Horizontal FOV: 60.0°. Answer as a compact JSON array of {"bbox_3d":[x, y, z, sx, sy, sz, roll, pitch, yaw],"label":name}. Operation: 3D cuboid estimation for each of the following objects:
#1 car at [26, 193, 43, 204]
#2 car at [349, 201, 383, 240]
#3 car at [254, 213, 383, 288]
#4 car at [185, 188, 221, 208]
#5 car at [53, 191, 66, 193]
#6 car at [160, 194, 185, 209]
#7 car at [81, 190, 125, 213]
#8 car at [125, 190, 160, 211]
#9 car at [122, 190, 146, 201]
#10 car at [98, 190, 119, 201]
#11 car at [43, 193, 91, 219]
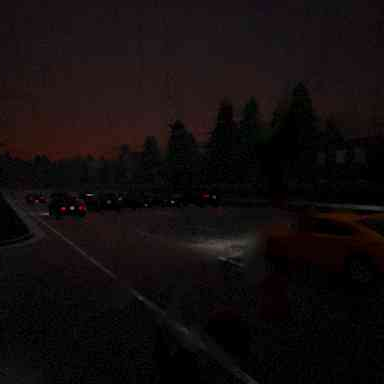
[{"bbox_3d":[-20.073,0.762,42.531,1.895,1.301,4.718,-1,1,-31],"label":"car"},{"bbox_3d":[9.264,1.233,13.510,1.882,1.535,5.008,-1,1,-31],"label":"car"},{"bbox_3d":[3.783,1.310,9.027,1.882,1.535,5.008,-1,1,-31],"label":"car"},{"bbox_3d":[0.811,0.560,34.697,2.150,2.045,5.566,-1,1,-31],"label":"car"},{"bbox_3d":[-18.883,0.549,47.395,1.882,1.535,5.008,-1,1,-31],"label":"car"},{"bbox_3d":[-2.897,0.910,34.097,1.994,1.385,4.181,-1,1,-31],"label":"car"},{"bbox_3d":[-7.725,0.799,28.505,2.097,1.767,4.553,-1,1,-31],"label":"car"},{"bbox_3d":[-5.255,0.888,31.208,2.128,1.511,4.902,-1,1,-31],"label":"car"},{"bbox_3d":[-8.988,0.501,51.289,2.128,1.511,4.902,-1,1,-31],"label":"car"},{"bbox_3d":[-12.856,0.490,50.953,1.882,1.535,5.008,-1,1,-31],"label":"car"},{"bbox_3d":[-9.154,1.076,24.045,2.033,1.411,5.357,-1,1,-31],"label":"car"}]
